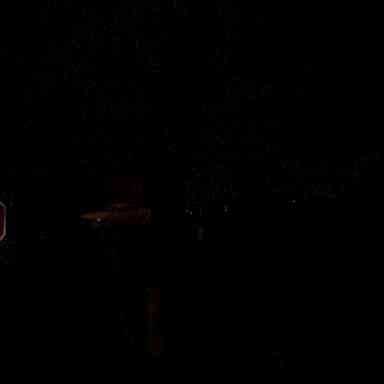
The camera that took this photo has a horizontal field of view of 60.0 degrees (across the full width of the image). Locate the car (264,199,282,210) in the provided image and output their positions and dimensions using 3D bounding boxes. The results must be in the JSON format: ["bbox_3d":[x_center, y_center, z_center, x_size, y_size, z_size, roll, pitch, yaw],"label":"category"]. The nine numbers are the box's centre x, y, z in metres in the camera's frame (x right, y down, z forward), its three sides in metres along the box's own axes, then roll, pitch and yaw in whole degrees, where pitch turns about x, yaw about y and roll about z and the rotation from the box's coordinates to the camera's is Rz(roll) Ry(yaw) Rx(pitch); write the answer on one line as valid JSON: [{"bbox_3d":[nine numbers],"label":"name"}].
[{"bbox_3d":[11.175,1.561,43.235,2.033,1.411,5.357,0,0,36],"label":"car"}]

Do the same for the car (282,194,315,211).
[{"bbox_3d":[13.661,1.219,41.701,2.150,2.045,5.566,0,0,36],"label":"car"}]

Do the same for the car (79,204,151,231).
[{"bbox_3d":[-4.786,1.531,21.297,1.882,1.535,5.008,0,0,36],"label":"car"}]

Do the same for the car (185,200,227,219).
[{"bbox_3d":[1.346,1.536,29.747,1.837,1.490,4.892,0,0,36],"label":"car"}]
